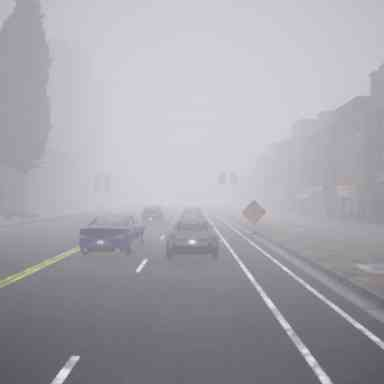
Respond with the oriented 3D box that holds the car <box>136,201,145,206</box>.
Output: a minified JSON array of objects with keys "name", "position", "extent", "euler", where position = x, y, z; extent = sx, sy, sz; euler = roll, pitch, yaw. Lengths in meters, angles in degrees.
[{"name":"car","position":[-9.747,2.477,64.960],"extent":[1.994,1.385,4.181],"euler":[0,-1,1]}]

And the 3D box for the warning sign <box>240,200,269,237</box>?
[{"name":"warning sign","position":[3.225,1.334,17.354],"extent":[1.300,1.860,1.060],"euler":[0,-1,0]}]

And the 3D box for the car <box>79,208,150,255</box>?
[{"name":"car","position":[-3.221,1.655,14.254],"extent":[1.882,1.535,5.008],"euler":[0,0,1]}]

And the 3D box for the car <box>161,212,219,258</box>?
[{"name":"car","position":[0.024,1.733,13.584],"extent":[1.994,1.385,4.181],"euler":[0,-1,0]}]

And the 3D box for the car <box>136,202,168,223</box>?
[{"name":"car","position":[-3.224,1.874,28.516],"extent":[1.837,1.490,4.892],"euler":[0,0,0]}]

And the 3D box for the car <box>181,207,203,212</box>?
[{"name":"car","position":[0.026,1.931,28.522],"extent":[1.994,1.385,4.181],"euler":[0,-1,1]}]
